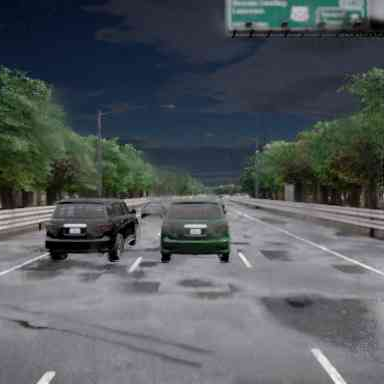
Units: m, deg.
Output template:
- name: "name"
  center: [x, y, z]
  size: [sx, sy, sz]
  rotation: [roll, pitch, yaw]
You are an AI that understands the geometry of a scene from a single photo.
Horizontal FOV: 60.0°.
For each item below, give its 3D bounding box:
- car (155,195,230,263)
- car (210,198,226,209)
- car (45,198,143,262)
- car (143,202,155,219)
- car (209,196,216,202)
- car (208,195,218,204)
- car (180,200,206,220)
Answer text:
- name: "car"
  center: [0.101, 1.227, 12.164]
  size: [2.150, 2.045, 5.566]
  rotation: [0, 0, 0]
- name: "car"
  center: [3.725, 1.607, 48.844]
  size: [2.033, 1.411, 5.357]
  rotation: [0, 0, 1]
- name: "car"
  center: [-3.400, 1.227, 12.349]
  size: [2.150, 2.045, 5.566]
  rotation: [0, 0, 0]
- name: "car"
  center: [-3.386, 1.611, 30.074]
  size: [1.994, 1.385, 4.181]
  rotation: [0, 0, 0]
- name: "car"
  center: [5.784, 2.008, 94.405]
  size: [1.837, 1.490, 4.892]
  rotation: [0, -1, 4]
- name: "car"
  center: [4.636, 1.661, 74.587]
  size: [2.097, 1.767, 4.553]
  rotation: [0, -1, 3]
- name: "car"
  center: [0.112, 1.537, 29.527]
  size: [2.128, 1.511, 4.902]
  rotation: [0, 0, 0]
